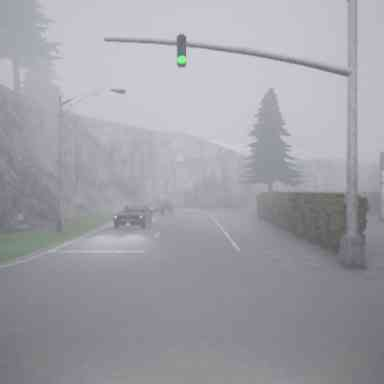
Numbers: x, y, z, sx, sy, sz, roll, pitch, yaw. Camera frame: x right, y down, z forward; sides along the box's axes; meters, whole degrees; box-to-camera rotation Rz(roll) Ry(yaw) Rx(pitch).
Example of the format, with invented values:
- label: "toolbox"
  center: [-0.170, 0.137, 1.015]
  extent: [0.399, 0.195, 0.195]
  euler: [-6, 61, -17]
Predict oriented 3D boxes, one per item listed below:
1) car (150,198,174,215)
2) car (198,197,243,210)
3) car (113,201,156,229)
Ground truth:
- label: "car"
  center: [-3.103, 1.323, 31.416]
  extent: [2.128, 1.511, 4.902]
  euler: [0, 0, 12]
- label: "car"
  center: [3.404, 1.335, 39.591]
  extent: [5.357, 1.411, 2.033]
  euler: [0, 0, -22]
- label: "car"
  center: [-3.618, 1.487, 21.030]
  extent: [1.895, 1.301, 4.718]
  euler: [0, 0, 0]
